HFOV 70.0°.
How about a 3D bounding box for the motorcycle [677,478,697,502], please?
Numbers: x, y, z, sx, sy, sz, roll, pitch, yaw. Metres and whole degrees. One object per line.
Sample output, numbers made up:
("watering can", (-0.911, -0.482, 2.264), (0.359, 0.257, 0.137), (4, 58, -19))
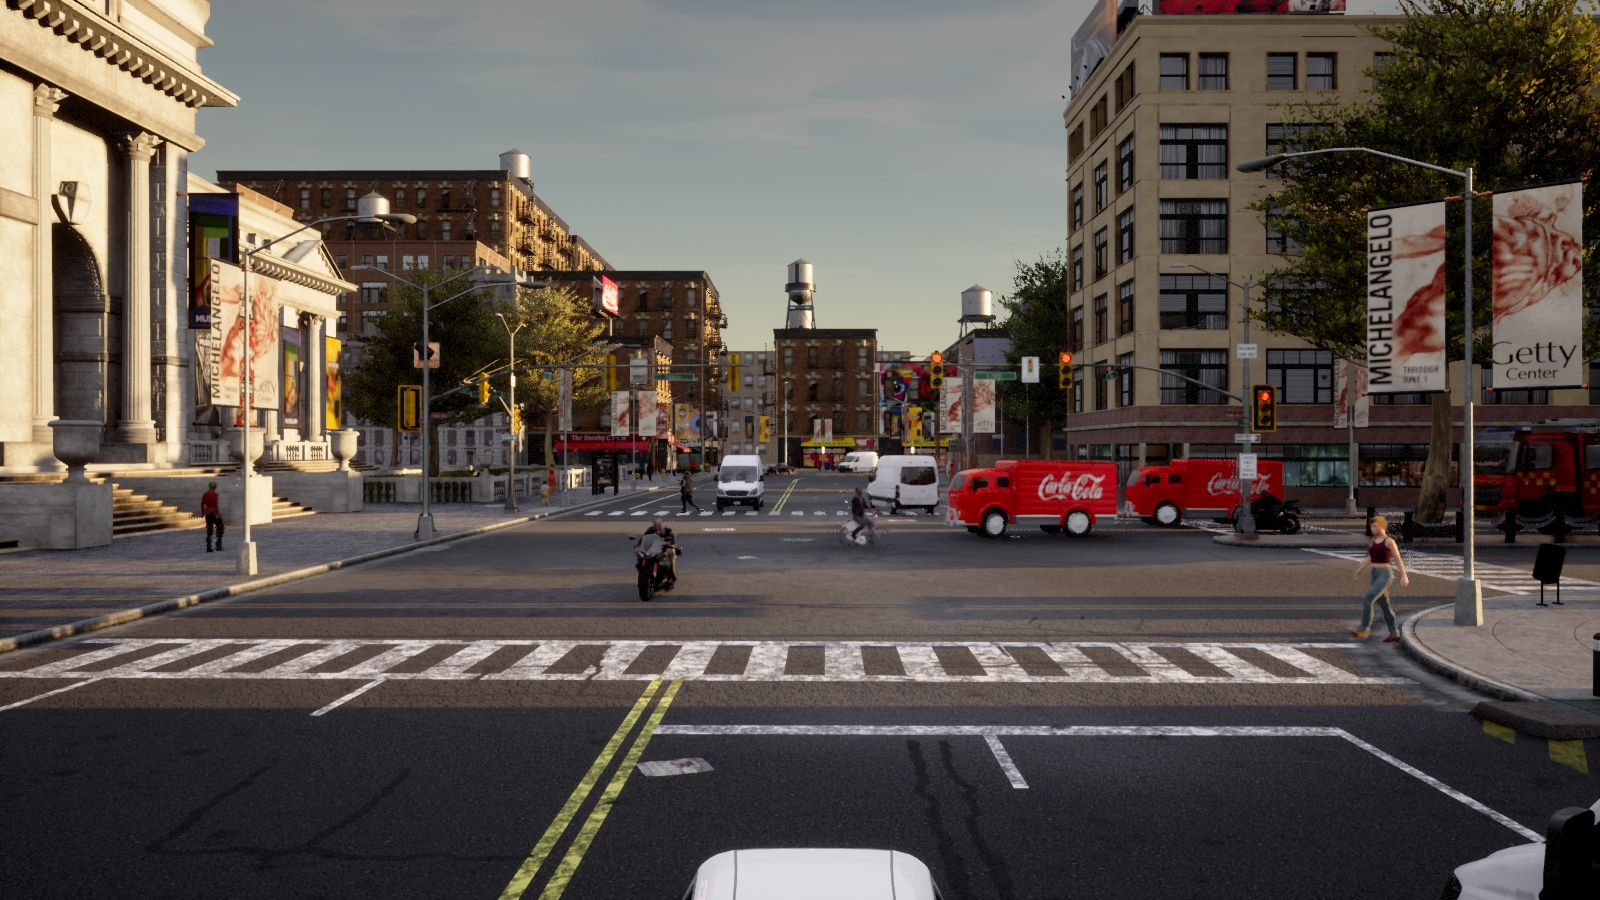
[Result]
("motorcycle", (-6.217, 2.205, 62.895), (0.867, 1.251, 2.209), (0, 0, 1))

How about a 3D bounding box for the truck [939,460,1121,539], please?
("truck", (7.453, 1.575, 37.331), (5.204, 2.467, 2.627), (1, -1, -9))

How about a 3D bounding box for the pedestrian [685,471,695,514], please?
("pedestrian", (-4.773, 1.848, 49.577), (0.375, 1.860, 0.375), (0, 0, -1))

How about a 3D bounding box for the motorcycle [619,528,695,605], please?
("motorcycle", (-2.720, 2.205, 21.979), (0.867, 1.251, 2.209), (0, 0, 9))

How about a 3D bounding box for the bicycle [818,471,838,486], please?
("bicycle", (2.174, 2.210, 89.584), (1.835, 1.171, 0.329), (0, -3, 44))

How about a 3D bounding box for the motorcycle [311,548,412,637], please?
("motorcycle", (-6.880, 2.212, 18.033), (0.803, 1.145, 2.033), (0, 0, 1))

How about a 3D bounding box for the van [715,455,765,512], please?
("van", (-2.815, 1.534, 54.792), (1.988, 2.561, 5.915), (0, 0, 1))

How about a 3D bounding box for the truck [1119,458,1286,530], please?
("truck", (14.653, 1.577, 41.856), (5.204, 2.467, 2.627), (1, 0, 3))

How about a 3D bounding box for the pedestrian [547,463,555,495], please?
("pedestrian", (-14.426, 1.697, 66.223), (0.375, 1.860, 0.375), (0, 0, 8))

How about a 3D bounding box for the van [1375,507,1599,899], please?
("van", (3.538, 1.534, 2.141), (1.988, 2.561, 5.915), (0, 0, 1))

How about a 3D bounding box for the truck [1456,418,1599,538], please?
("truck", (26.921, 0.890, 38.043), (8.468, 3.827, 2.891), (0, 0, 1))

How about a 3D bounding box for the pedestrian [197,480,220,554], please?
("pedestrian", (-15.023, 1.696, 29.032), (0.375, 1.860, 0.375), (0, 0, 6))

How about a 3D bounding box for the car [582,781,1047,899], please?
("car", (0.047, 2.120, 3.817), (1.481, 1.376, 2.207), (0, 0, 0))

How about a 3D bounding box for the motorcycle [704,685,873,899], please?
("motorcycle", (-0.047, 2.182, 6.691), (0.856, 1.236, 1.805), (0, 0, 1))

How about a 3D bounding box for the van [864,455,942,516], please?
("van", (4.561, 1.534, 51.638), (1.988, 2.561, 5.915), (0, 0, -10))

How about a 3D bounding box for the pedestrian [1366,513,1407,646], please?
("pedestrian", (8.426, 1.844, 16.416), (0.375, 1.860, 0.375), (0, 0, -7))

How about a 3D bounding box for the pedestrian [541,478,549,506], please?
("pedestrian", (-12.005, 1.976, 53.817), (0.375, 1.300, 0.375), (0, 0, -15))
